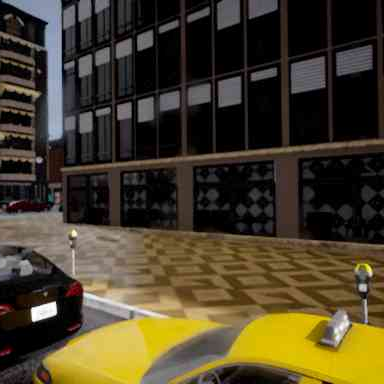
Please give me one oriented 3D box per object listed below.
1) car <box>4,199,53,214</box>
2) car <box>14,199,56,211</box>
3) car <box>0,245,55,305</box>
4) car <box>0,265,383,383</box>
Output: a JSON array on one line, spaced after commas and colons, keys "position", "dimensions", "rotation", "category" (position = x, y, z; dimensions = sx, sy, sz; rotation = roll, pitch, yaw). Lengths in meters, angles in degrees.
[{"position": [-15.729, 1.433, 31.896], "dimensions": [1.802, 1.307, 4.206], "rotation": [-1, -1, 35], "category": "car"}, {"position": [-19.390, 1.556, 41.247], "dimensions": [1.947, 1.339, 4.313], "rotation": [-1, -1, 35], "category": "car"}, {"position": [-3.564, 1.540, 5.412], "dimensions": [4.313, 1.339, 1.947], "rotation": [0, -1, 35], "category": "car"}, {"position": [0.737, 1.523, 2.367], "dimensions": [4.829, 1.417, 1.752], "rotation": [0, -1, 35], "category": "car"}]
